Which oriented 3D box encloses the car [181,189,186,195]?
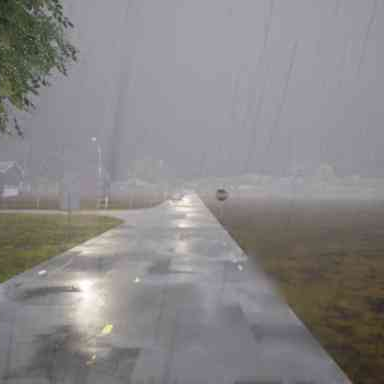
[{"bbox_3d":[-2.859,0.448,77.261,2.097,1.767,4.553,0,1,0],"label":"car"}]

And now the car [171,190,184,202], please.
[{"bbox_3d":[-2.811,0.964,59.574,1.812,1.442,4.674,0,2,0],"label":"car"}]
